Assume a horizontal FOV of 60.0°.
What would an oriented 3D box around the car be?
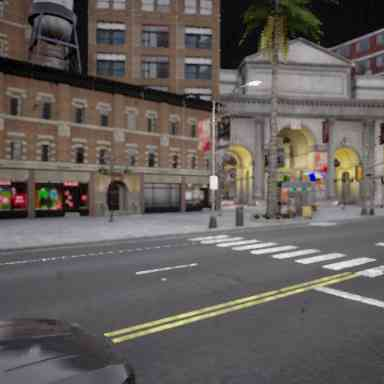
[{"bbox_3d":[-2.661,1.504,1.848,4.892,1.490,1.837,0,0,-36],"label":"car"}]
